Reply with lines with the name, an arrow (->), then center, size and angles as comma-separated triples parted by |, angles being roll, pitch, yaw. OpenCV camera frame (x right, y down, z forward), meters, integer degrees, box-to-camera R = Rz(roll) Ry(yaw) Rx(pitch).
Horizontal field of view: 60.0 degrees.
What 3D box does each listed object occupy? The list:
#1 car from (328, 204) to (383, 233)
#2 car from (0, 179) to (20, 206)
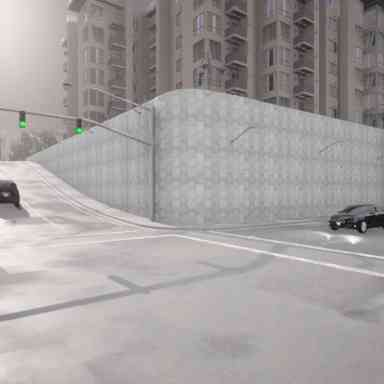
car -> 10.058, 1.505, 19.747 | 4.892, 1.490, 1.837 | 0, 0, -35
car -> -16.069, -0.061, 28.157 | 2.150, 2.045, 5.566 | 0, 9, -36
